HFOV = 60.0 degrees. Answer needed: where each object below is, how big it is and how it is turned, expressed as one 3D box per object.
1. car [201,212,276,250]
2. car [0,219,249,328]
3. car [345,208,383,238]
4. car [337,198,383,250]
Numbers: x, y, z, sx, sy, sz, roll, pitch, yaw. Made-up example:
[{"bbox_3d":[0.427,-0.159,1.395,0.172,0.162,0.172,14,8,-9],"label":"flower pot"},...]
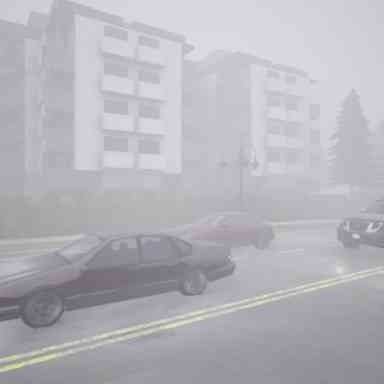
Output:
[{"bbox_3d":[1.190,1.524,12.912,4.674,1.442,1.812,0,0,-31],"label":"car"},{"bbox_3d":[-1.534,1.547,7.113,5.357,1.411,2.033,0,0,-33],"label":"car"},{"bbox_3d":[10.838,1.598,18.058,4.718,1.301,1.895,0,0,-22],"label":"car"},{"bbox_3d":[8.222,1.222,12.979,5.566,2.045,2.150,0,0,-27],"label":"car"}]
